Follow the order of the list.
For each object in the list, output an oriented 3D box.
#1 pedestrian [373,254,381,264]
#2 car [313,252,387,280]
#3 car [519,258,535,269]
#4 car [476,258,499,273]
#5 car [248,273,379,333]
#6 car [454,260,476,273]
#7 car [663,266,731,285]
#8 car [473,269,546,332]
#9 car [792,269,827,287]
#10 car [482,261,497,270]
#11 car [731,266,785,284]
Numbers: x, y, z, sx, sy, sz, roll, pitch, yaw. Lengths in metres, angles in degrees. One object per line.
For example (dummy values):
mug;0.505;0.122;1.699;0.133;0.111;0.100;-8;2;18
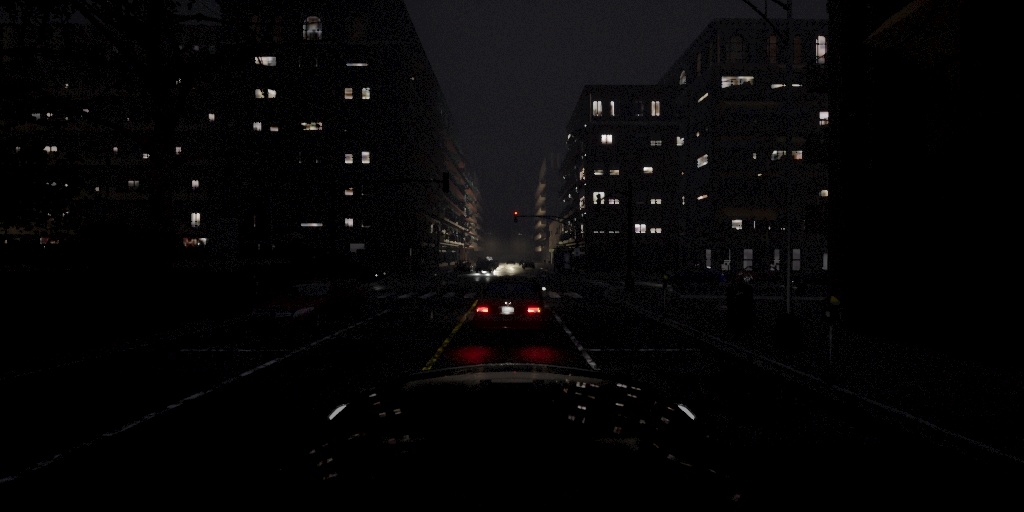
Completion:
pedestrian;-12.812;0.652;34.013;0.375;1.860;0.375;0;-1;-1
car;-11.761;0.816;25.299;5.566;2.045;2.150;2;0;-1
car;2.528;1.299;54.341;2.007;1.370;4.403;0;0;0
car;-3.197;1.296;43.320;2.033;1.411;5.357;0;0;4
car;-5.715;1.331;10.632;1.802;1.307;4.207;0;0;0
car;-5.817;1.188;43.042;1.967;1.591;4.097;0;0;0
car;14.594;1.552;28.899;4.674;1.442;1.812;1;0;-1
car;0.050;1.297;10.846;2.033;1.411;5.357;0;0;3
car;24.901;1.809;29.057;4.718;1.301;1.895;1;0;-1
car;-3.239;1.349;53.271;1.895;1.301;4.718;0;0;0
car;21.289;1.570;31.564;4.097;1.591;1.967;0;0;-1
